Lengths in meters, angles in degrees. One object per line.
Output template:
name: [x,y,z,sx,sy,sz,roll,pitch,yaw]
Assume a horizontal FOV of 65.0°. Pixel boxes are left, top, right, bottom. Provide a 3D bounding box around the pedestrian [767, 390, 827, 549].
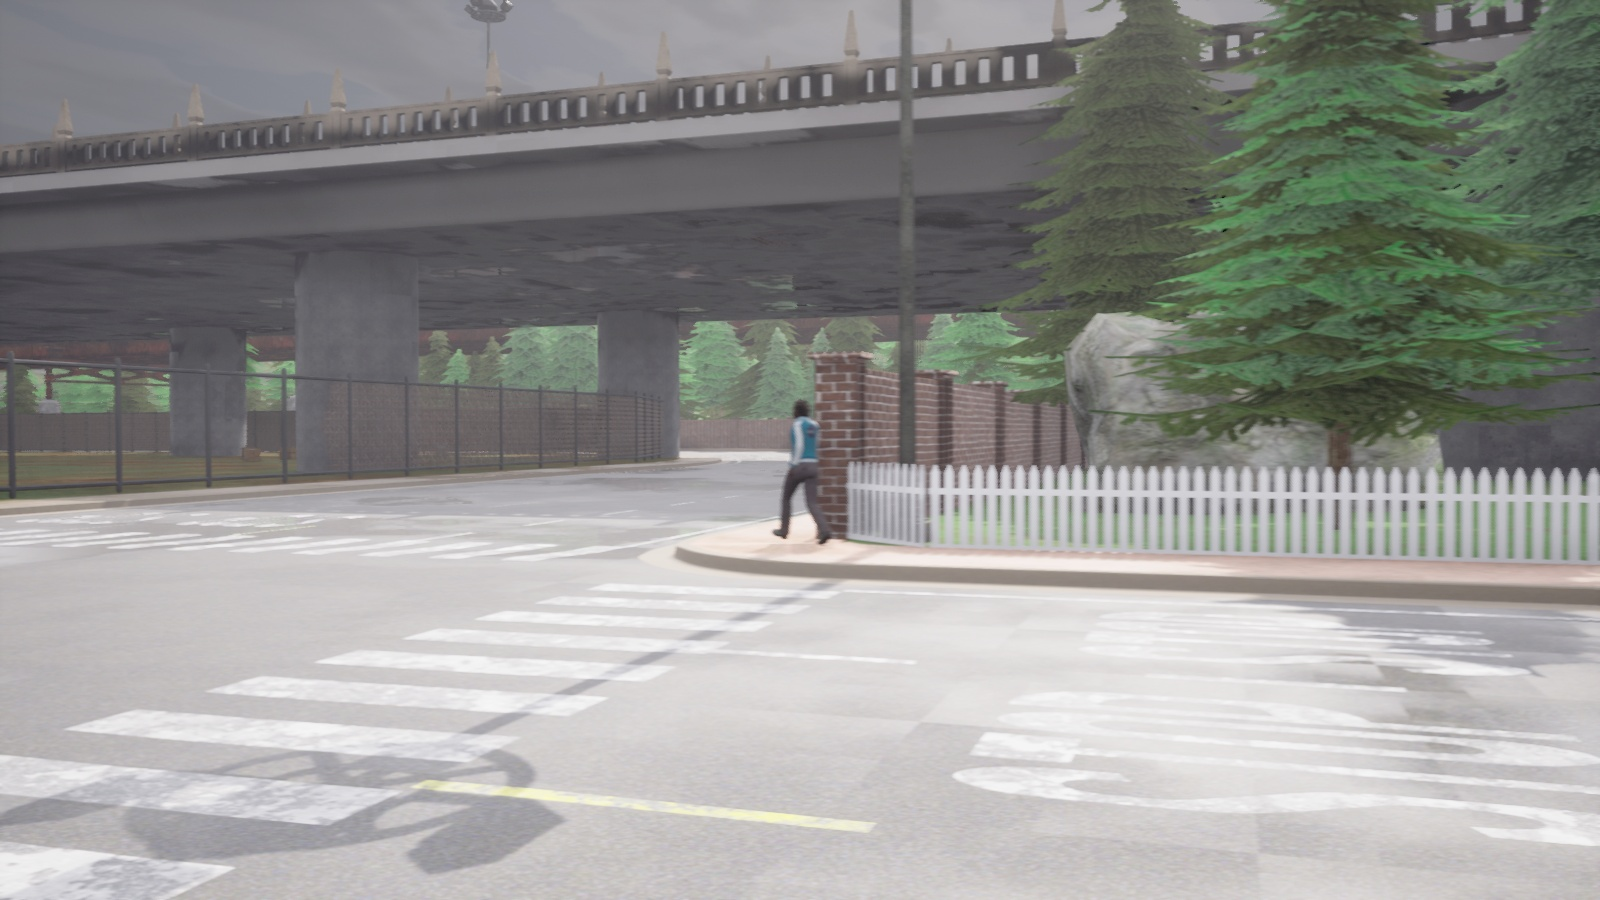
pedestrian: [-0.043,0.230,15.566,0.396,1.930,0.692,-1,1,-39]
